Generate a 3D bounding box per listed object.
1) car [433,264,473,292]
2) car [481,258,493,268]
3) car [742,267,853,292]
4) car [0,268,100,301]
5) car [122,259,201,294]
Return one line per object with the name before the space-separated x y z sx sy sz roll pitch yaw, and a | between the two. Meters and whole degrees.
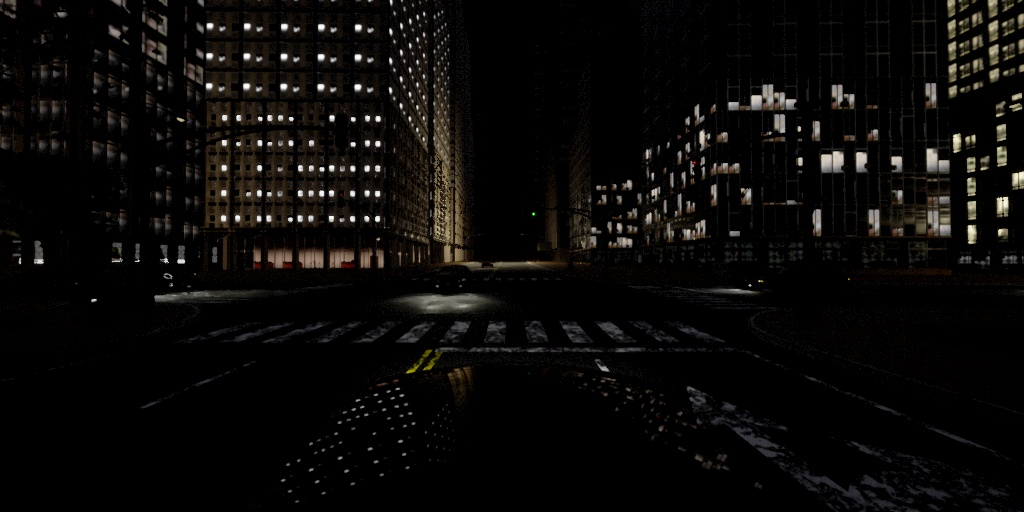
car | -3.422 1.247 21.383 1.882 1.535 5.008 0 -1 -1
car | -4.109 1.146 59.739 1.882 1.535 5.008 0 0 -1
car | 16.744 1.350 21.152 5.357 1.411 2.033 0 -1 2
car | -20.116 1.219 16.072 4.181 1.385 1.994 0 -1 2
car | -19.565 1.058 19.311 4.553 1.767 2.097 0 -1 2
